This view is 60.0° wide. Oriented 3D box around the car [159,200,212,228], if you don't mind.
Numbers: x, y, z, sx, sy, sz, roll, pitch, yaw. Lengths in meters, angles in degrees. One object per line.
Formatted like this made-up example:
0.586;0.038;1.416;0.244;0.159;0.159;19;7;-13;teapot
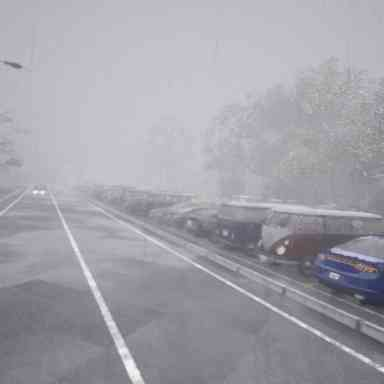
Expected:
0.842;1.521;18.633;4.674;1.452;2.002;4;0;-24;car

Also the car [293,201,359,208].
11.346;1.989;27.097;5.566;2.045;2.435;4;0;-24;car

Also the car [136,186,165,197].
-9.105;-0.085;72.902;5.566;2.045;2.435;4;1;-24;car

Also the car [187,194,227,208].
2.138;1.311;47.295;5.366;1.575;1.946;4;1;-24;car

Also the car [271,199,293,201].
10.267;1.882;29.654;5.566;2.045;2.435;4;1;-24;car

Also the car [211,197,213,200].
4.605;1.433;42.319;4.553;1.767;2.185;4;1;-24;car

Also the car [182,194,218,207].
1.180;1.213;49.907;4.892;1.521;2.231;4;1;-24;car

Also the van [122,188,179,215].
-3.599;0.813;28.912;4.442;1.987;1.878;4;1;-24;van

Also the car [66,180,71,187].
-27.657;-1.630;82.581;5.566;2.045;2.435;4;0;-24;car

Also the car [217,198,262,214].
5.670;1.699;39.762;4.792;1.488;2.163;4;1;-24;car

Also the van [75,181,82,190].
-19.797;-0.828;64.622;4.442;1.987;1.878;4;1;-24;van

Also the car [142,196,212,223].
-0.290;1.374;21.194;4.892;1.521;2.231;4;0;-24;car

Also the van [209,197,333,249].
3.258;1.469;13.561;4.442;1.987;1.878;4;0;-24;van

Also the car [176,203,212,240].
2.016;1.619;16.084;4.792;1.488;2.163;4;0;-24;car

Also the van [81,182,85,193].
-15.230;-0.363;54.392;4.442;1.987;1.878;4;1;-24;van

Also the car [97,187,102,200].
-8.296;0.606;39.096;4.674;1.452;2.002;4;1;-24;car

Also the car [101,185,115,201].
-7.110;0.559;36.550;4.553;1.767;2.185;4;1;-24;car

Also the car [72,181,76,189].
-21.824;-0.817;69.863;5.366;1.575;1.946;4;1;-24;car

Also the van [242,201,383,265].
4.189;1.552;10.909;4.442;1.987;1.878;4;0;-24;van

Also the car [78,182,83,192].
-16.288;-0.247;56.997;5.008;1.535;2.097;4;1;-24;car

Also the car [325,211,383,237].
12.507;2.380;24.591;4.792;1.488;2.163;4;0;-24;car

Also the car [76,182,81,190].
-18.596;-0.451;62.103;4.792;1.488;2.163;4;1;-24;car

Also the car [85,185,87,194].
-12.876;-0.026;49.313;4.553;1.767;2.185;4;1;-24;car

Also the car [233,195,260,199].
6.875;1.538;37.251;5.566;2.045;2.435;4;1;-24;car

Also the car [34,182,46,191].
-26.118;-1.010;57.263;2.128;1.511;4.902;4;1;-24;car

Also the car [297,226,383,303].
5.418;1.880;8.395;5.008;1.535;2.097;4;0;-24;car

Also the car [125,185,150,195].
-13.594;-0.531;82.954;5.566;2.045;2.435;4;0;-24;car

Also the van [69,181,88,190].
-29.865;-1.812;87.734;4.442;1.987;1.878;4;0;-24;van

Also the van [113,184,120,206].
-4.740;0.697;31.469;4.442;1.987;1.878;4;1;-24;van

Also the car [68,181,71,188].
-26.563;-1.273;80.009;4.892;1.521;2.231;4;0;-24;car

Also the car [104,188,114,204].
-6.012;0.799;33.979;4.892;1.521;2.231;4;1;-24;car

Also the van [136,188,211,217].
-1.315;1.045;23.798;4.442;1.987;1.878;4;0;-24;van

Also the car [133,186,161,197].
-10.190;-0.195;75.331;5.566;2.045;2.435;4;1;-24;car

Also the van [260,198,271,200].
9.214;1.799;32.223;4.442;1.987;1.878;4;1;-24;van

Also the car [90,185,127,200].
-11.734;0.091;46.755;4.553;1.767;2.185;4;1;-24;car

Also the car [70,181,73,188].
-23.138;-0.942;72.339;5.008;1.535;2.097;4;1;-24;car

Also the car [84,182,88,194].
-13.961;-0.137;51.896;4.553;1.767;2.185;4;1;-24;car

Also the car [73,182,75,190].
-20.827;-0.679;67.242;4.792;1.488;2.163;4;1;-24;car

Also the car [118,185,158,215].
-2.586;0.894;26.294;5.566;2.045;2.435;4;1;-24;car

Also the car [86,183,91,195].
-10.580;0.081;44.198;5.566;2.045;2.435;4;1;-24;car

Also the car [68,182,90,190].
-28.851;-1.489;85.128;5.008;1.535;2.097;4;0;-24;car

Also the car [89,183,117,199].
-9.438;0.198;41.640;5.566;2.045;2.435;4;1;-24;car

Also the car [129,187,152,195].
-12.457;-0.168;80.423;5.008;1.535;2.097;4;1;-24;car
